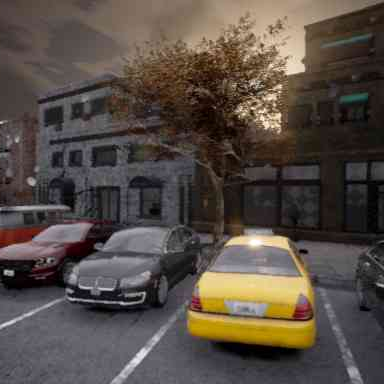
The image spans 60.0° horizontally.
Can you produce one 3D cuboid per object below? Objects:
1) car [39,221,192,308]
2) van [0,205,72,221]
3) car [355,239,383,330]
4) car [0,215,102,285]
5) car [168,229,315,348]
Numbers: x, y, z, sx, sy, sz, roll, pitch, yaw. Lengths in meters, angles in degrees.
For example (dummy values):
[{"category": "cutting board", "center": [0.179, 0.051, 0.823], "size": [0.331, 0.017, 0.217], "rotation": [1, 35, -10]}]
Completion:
[{"category": "car", "center": [-1.055, 1.546, 8.207], "size": [2.231, 1.521, 4.892], "rotation": [-1, -1, 15]}, {"category": "van", "center": [-5.809, 1.470, 11.709], "size": [1.878, 1.987, 4.442], "rotation": [-2, -2, 15]}, {"category": "car", "center": [3.710, 1.480, 4.817], "size": [2.231, 1.521, 4.892], "rotation": [0, -1, 15]}, {"category": "car", "center": [-3.441, 1.609, 9.902], "size": [2.097, 1.535, 5.008], "rotation": [-1, -2, 15]}, {"category": "car", "center": [1.368, 1.502, 6.688], "size": [1.946, 1.575, 5.366], "rotation": [-1, -1, 15]}]
